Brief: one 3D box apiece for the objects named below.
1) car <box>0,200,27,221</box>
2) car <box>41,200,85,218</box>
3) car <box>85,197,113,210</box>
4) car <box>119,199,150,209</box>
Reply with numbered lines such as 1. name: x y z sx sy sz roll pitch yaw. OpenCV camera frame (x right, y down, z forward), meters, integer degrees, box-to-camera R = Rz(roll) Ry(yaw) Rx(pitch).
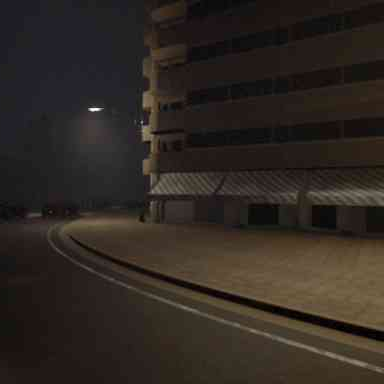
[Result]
1. car: -14.500 1.399 25.898 2.128 1.511 4.902 0 0 -7
2. car: -11.370 1.413 29.165 1.882 1.535 5.008 0 0 0
3. car: -12.129 1.433 42.770 2.128 1.511 4.902 0 0 22
4. car: -7.594 1.581 44.530 1.895 1.301 4.718 0 0 26
